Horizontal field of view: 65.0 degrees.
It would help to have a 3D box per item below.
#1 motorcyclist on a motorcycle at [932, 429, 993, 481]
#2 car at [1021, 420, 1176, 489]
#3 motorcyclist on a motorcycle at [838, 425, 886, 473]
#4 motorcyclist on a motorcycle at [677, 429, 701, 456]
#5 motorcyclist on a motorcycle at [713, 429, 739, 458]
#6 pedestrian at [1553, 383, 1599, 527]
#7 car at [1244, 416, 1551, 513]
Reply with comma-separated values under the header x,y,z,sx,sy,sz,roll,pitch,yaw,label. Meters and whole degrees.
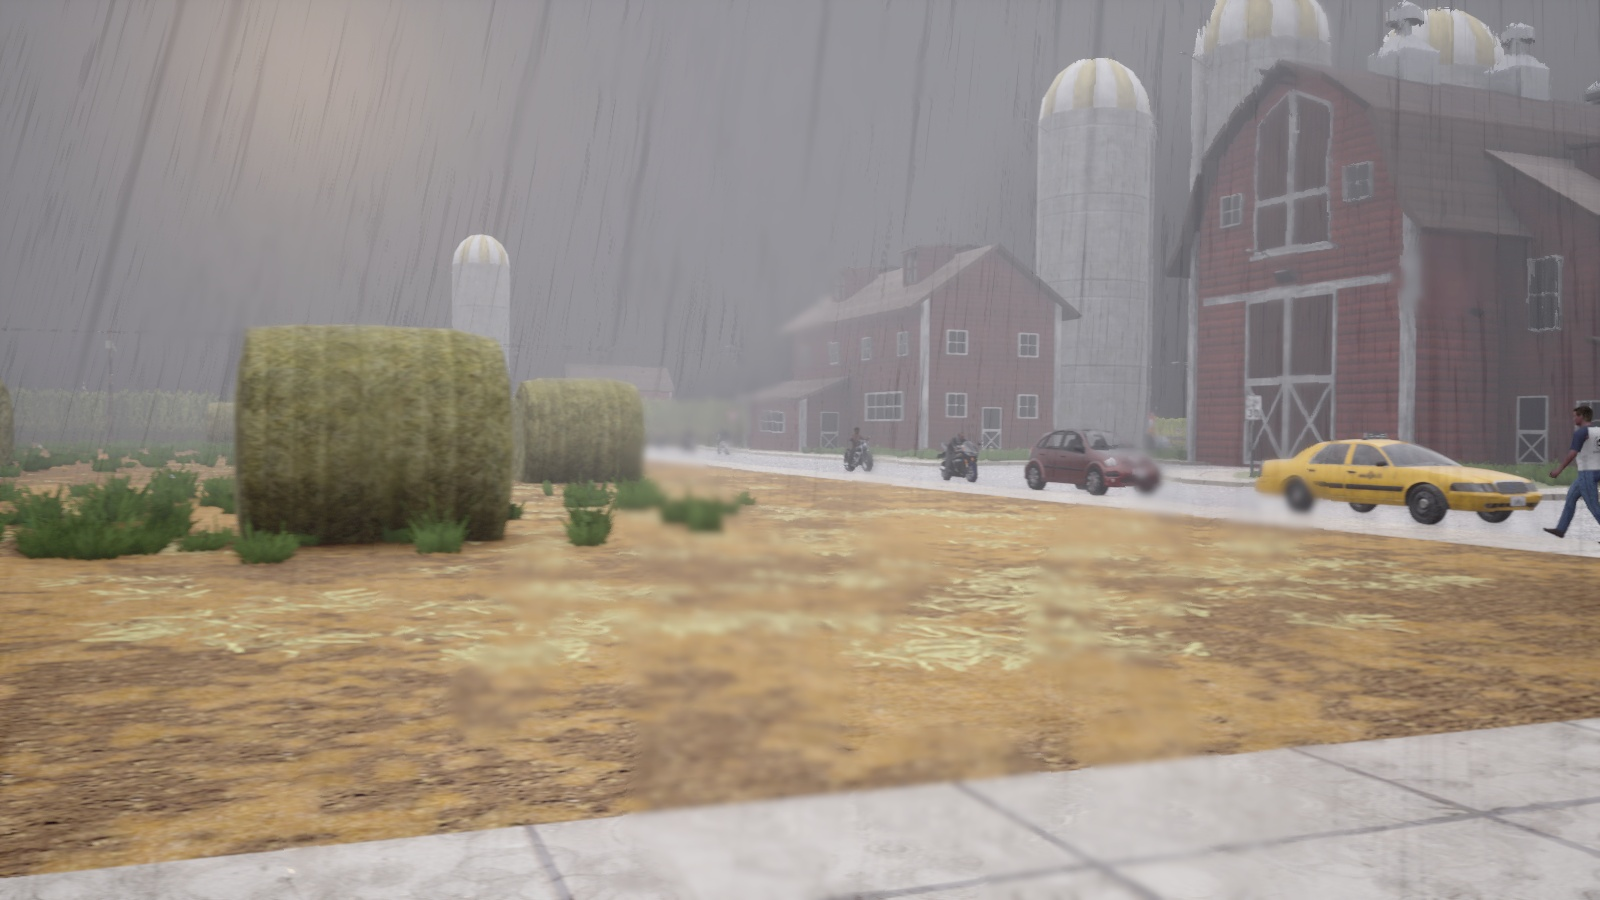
x,y,z,sx,sy,sz,roll,pitch,yaw,label
4.932,0.130,38.236,0.866,1.530,2.191,-1,1,-22,motorcyclist on a motorcycle
7.484,0.070,31.860,1.851,1.617,3.988,-1,1,-22,car
2.208,-0.054,45.026,0.766,1.649,2.350,-1,1,-22,motorcyclist on a motorcycle
-6.810,-0.457,76.968,0.766,1.649,2.350,-1,1,-22,motorcyclist on a motorcycle
-4.145,-0.374,70.314,0.866,1.590,1.817,-1,1,-22,motorcyclist on a motorcycle
10.249,0.057,16.322,0.354,1.836,0.706,-1,1,-33,pedestrian
10.870,0.208,23.403,1.801,1.575,5.366,-1,1,-22,car
